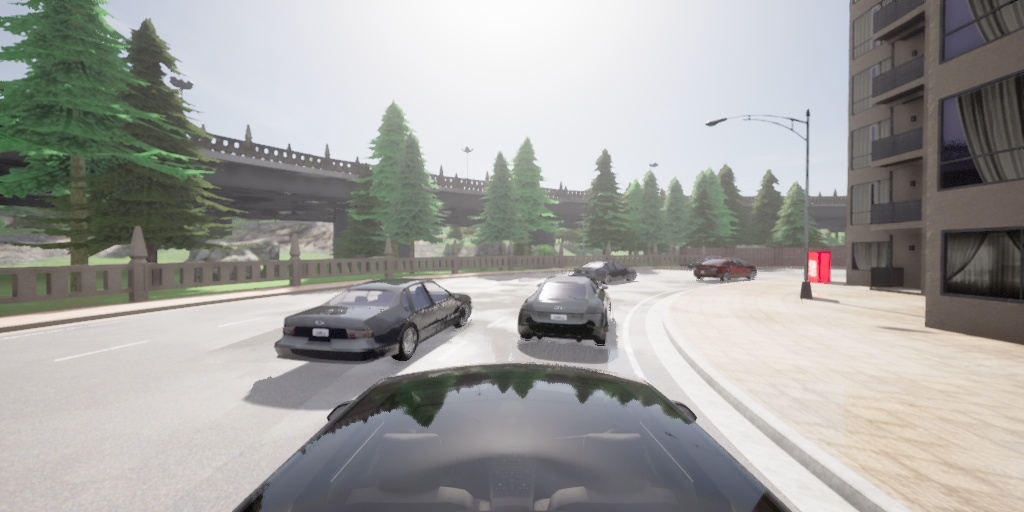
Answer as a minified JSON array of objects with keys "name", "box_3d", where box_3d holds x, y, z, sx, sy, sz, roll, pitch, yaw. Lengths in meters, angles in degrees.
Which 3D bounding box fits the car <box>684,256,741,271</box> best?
[{"name":"car","box_3d":[21.102,0.762,37.832,4.902,1.511,2.128,0,1,-8]}]

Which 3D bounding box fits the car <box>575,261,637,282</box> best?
[{"name":"car","box_3d":[6.061,1.013,23.128,5.357,1.411,2.033,-1,1,-44]}]

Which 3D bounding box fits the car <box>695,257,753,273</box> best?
[{"name":"car","box_3d":[20.160,0.845,34.149,4.674,1.442,1.812,0,1,-10]}]

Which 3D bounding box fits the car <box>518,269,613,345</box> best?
[{"name":"car","box_3d":[1.524,1.213,9.372,1.994,1.385,4.181,0,1,16]}]

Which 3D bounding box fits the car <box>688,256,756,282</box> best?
[{"name":"car","box_3d":[14.897,0.918,25.029,5.008,1.535,1.882,0,0,-28]}]

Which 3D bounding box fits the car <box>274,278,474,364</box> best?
[{"name":"car","box_3d":[-2.491,1.213,8.079,2.033,1.411,5.357,0,1,12]}]

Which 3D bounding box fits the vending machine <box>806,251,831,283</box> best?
[{"name":"vending machine","box_3d":[18.370,0.682,21.553,0.880,2.100,1.100,0,0,-22]}]
